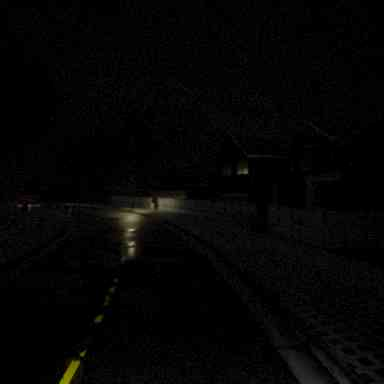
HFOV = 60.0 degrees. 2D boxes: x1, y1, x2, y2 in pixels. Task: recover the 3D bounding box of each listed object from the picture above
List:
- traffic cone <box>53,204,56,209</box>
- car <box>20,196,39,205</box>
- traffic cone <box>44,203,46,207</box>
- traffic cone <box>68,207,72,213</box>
[{"bbox_3d":[-18.181,1.903,43.979,0.340,0.580,0.340,0,0,-35],"label":"traffic cone"},{"bbox_3d":[-28.691,1.458,58.522,4.674,1.442,1.812,0,0,41],"label":"car"},{"bbox_3d":[-21.100,1.899,47.847,0.340,0.580,0.340,0,0,-39],"label":"traffic cone"},{"bbox_3d":[-13.087,1.913,35.739,0.340,0.580,0.340,0,0,-28],"label":"traffic cone"}]
